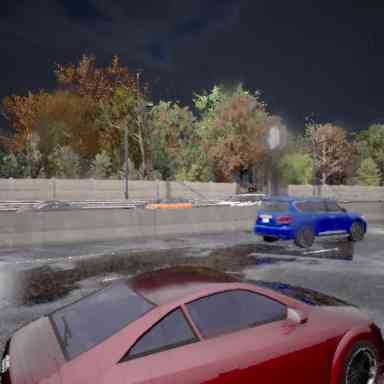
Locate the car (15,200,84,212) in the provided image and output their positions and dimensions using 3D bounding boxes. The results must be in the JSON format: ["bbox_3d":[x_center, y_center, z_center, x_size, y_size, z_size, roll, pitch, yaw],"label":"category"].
[{"bbox_3d":[-10.916,1.492,25.823,4.902,1.511,2.128,0,0,-30],"label":"car"}]

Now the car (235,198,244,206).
[{"bbox_3d":[6.378,1.490,27.798,4.902,1.511,2.128,0,0,-30],"label":"car"}]

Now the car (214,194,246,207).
[{"bbox_3d":[4.611,1.221,30.819,5.566,2.045,2.150,0,0,-30],"label":"car"}]

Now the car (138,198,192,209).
[{"bbox_3d":[-2.212,1.351,30.893,4.553,1.767,2.097,0,0,-30],"label":"car"}]

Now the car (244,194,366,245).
[{"bbox_3d":[5.287,1.222,14.779,5.566,2.045,2.150,0,0,-30],"label":"car"}]

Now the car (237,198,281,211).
[{"bbox_3d":[8.323,1.548,41.086,5.357,1.411,2.033,0,0,-30],"label":"car"}]

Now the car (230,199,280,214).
[{"bbox_3d":[6.913,1.547,36.212,5.357,1.411,2.033,0,0,-30],"label":"car"}]

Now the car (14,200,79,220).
[{"bbox_3d":[-12.569,1.478,28.911,5.008,1.535,1.882,0,0,-30],"label":"car"}]

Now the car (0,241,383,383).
[{"bbox_3d":[0.216,1.563,3.723,4.181,1.385,1.994,0,0,-30],"label":"car"}]

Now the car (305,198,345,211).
[{"bbox_3d":[16.816,1.493,41.981,4.902,1.511,2.128,0,0,-30],"label":"car"}]

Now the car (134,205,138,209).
[{"bbox_3d":[-3.574,1.504,34.151,4.892,1.490,1.837,0,0,-31],"label":"car"}]
